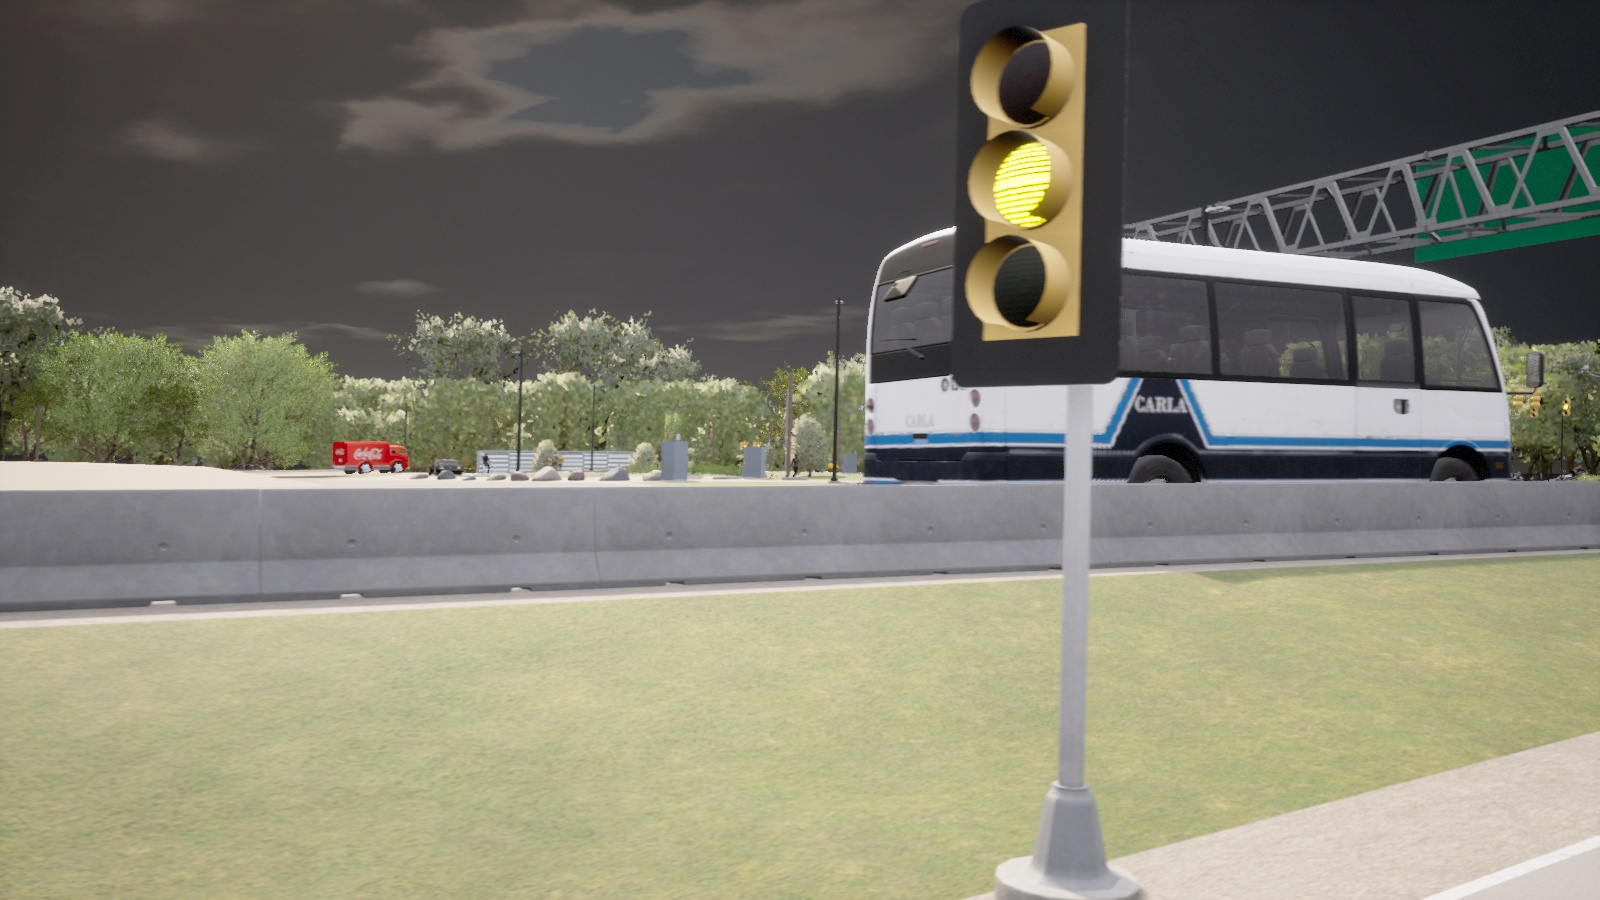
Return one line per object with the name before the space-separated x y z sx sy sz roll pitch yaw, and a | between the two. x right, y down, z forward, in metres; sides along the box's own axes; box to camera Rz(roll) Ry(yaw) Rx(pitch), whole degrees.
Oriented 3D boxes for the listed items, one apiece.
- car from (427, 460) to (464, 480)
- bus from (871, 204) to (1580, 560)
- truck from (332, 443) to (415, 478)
car | -25.610 1.410 90.605 1.895 1.301 4.718 2 -1 -24
bus | 6.537 -0.779 18.954 10.273 4.253 3.944 0 0 -25
truck | -31.589 0.743 93.045 2.627 2.467 5.204 1 1 43
